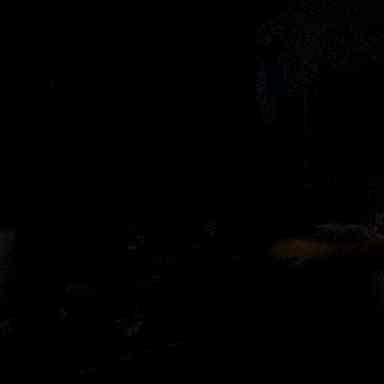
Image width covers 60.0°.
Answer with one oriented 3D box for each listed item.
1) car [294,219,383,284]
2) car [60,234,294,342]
[{"bbox_3d":[4.030,1.526,9.577,4.829,1.417,1.752,0,0,-36],"label":"car"},{"bbox_3d":[-0.242,1.566,6.496,4.313,1.339,1.947,0,0,-36],"label":"car"}]
